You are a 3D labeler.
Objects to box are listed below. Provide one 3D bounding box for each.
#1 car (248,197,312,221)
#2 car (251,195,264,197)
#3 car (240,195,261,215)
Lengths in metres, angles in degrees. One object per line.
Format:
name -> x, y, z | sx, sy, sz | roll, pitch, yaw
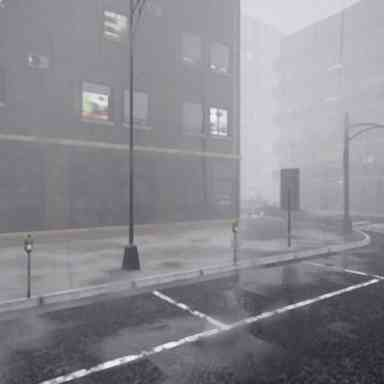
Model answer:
car -> 6.669, 1.344, 24.545 | 2.008, 1.369, 4.403 | 1, 0, -36
car -> 6.880, 1.089, 38.453 | 1.967, 1.590, 4.097 | 1, 0, -36
car -> 3.483, 1.244, 28.901 | 1.752, 1.417, 4.829 | 1, 0, -36
